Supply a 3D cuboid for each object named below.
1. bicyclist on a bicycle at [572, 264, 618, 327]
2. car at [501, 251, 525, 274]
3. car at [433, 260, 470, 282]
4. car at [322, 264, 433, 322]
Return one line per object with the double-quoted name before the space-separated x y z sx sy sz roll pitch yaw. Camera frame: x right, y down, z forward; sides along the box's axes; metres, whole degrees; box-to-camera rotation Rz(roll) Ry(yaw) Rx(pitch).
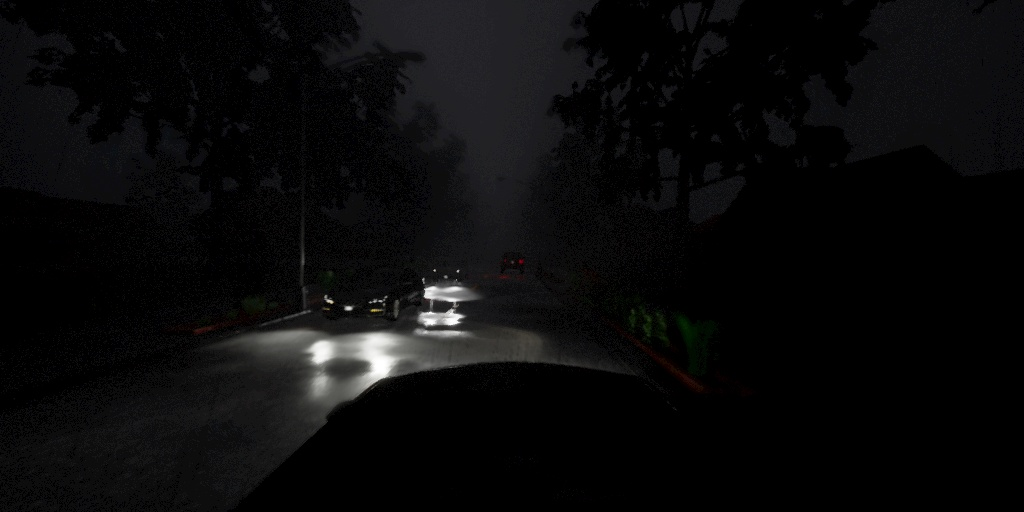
"bicyclist on a bicycle" 2.223 1.022 9.746 1.656 1.620 0.582 -8 -2 -26
"car" 0.068 0.585 34.588 2.150 2.045 5.566 2 1 0
"car" -4.077 0.970 24.408 1.895 1.301 4.718 2 1 0
"car" -4.074 1.029 11.379 1.837 1.490 4.892 2 1 0
